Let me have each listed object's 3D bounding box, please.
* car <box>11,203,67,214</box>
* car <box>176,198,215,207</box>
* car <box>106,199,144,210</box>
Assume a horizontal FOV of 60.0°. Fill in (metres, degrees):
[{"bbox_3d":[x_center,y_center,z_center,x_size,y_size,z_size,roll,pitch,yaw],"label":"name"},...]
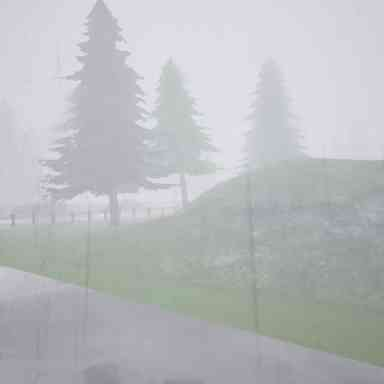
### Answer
[{"bbox_3d":[-14.150,1.386,31.004,2.128,1.511,4.902,0,0,44],"label":"car"},{"bbox_3d":[0.541,1.462,43.613,5.357,1.411,2.033,0,0,-35],"label":"car"},{"bbox_3d":[-7.517,1.466,37.335,4.181,1.385,1.994,0,0,-40],"label":"car"}]
